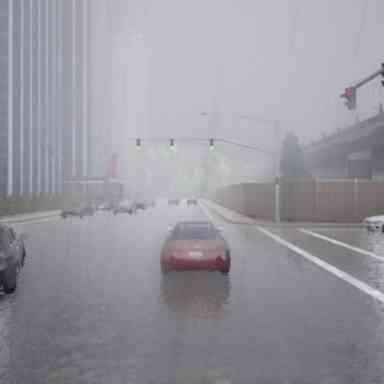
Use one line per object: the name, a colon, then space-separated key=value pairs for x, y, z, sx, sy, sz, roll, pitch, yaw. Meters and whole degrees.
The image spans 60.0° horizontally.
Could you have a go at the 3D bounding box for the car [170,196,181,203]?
car: x=-3.492 y=1.637 z=72.264 sx=2.128 sy=1.511 sz=4.902 roll=0 pitch=0 yaw=0

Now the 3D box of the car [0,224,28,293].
car: x=-5.441 y=1.562 z=8.563 sx=1.837 sy=1.490 sz=4.892 roll=2 pitch=-1 yaw=-24

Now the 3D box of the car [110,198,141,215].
car: x=-7.076 y=1.650 z=35.664 sx=1.812 sy=1.442 sz=4.674 roll=0 pitch=0 yaw=0

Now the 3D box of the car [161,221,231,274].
car: x=0.098 y=1.623 z=10.774 sx=1.994 sy=1.385 sz=4.181 roll=0 pitch=0 yaw=0

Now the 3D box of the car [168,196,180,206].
car: x=-3.494 y=1.720 z=61.839 sx=1.837 sy=1.490 sz=4.892 roll=0 pitch=0 yaw=0

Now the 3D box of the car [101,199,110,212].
car: x=-10.586 y=1.634 z=41.115 sx=2.128 sy=1.511 sz=4.902 roll=0 pitch=0 yaw=0

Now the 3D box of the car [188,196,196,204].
car: x=0.008 y=1.731 z=72.792 sx=1.882 sy=1.535 sz=5.008 roll=0 pitch=0 yaw=0

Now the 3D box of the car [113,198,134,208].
car: x=-10.539 y=1.671 z=51.674 sx=2.128 sy=1.511 sz=4.902 roll=0 pitch=0 yaw=0

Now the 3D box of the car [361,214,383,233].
car: x=12.369 y=1.649 z=19.348 sx=4.674 sy=1.442 sz=1.812 roll=0 pitch=0 yaw=-3

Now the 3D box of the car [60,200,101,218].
car: x=-10.595 y=1.657 z=31.374 sx=2.033 sy=1.411 sz=5.357 roll=0 pitch=0 yaw=0

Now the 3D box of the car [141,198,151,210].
car: x=-7.078 y=1.756 z=44.743 sx=1.895 sy=1.301 sz=4.718 roll=0 pitch=0 yaw=0

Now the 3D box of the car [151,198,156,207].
car: x=-7.016 y=1.682 z=54.762 sx=2.128 sy=1.511 sz=4.902 roll=0 pitch=0 yaw=0

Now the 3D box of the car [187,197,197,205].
car: x=0.014 y=1.694 z=62.385 sx=1.882 sy=1.535 sz=5.008 roll=0 pitch=0 yaw=0
